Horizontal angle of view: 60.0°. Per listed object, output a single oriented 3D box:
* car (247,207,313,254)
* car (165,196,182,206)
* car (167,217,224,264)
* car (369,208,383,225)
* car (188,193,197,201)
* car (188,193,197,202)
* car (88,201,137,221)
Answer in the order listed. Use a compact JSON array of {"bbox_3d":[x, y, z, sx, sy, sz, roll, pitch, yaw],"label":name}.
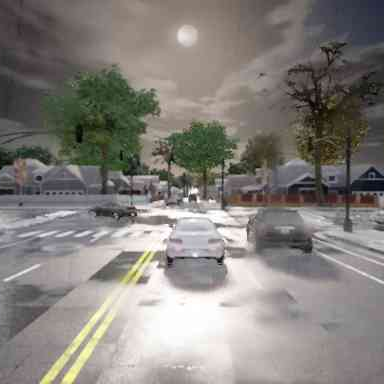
[{"bbox_3d":[3.542,1.461,14.193,2.097,1.767,4.553,0,0,4],"label":"car"},{"bbox_3d":[-3.012,1.541,52.256,1.994,1.385,4.181,0,0,1],"label":"car"},{"bbox_3d":[0.103,1.619,12.096,1.812,1.442,4.674,0,0,0],"label":"car"},{"bbox_3d":[15.476,1.762,24.264,4.674,1.442,1.812,0,2,1],"label":"car"},{"bbox_3d":[0.222,1.278,86.499,2.150,2.045,5.566,0,0,1],"label":"car"},{"bbox_3d":[0.097,1.588,76.036,1.837,1.490,4.892,0,0,1],"label":"car"},{"bbox_3d":[-6.918,1.561,28.807,4.892,1.490,1.837,1,0,34],"label":"car"}]
